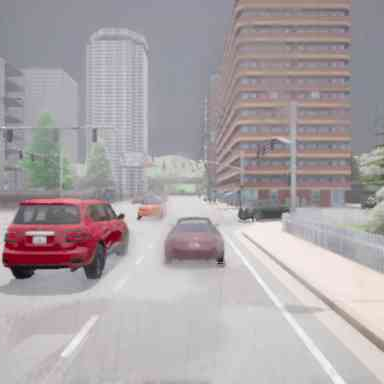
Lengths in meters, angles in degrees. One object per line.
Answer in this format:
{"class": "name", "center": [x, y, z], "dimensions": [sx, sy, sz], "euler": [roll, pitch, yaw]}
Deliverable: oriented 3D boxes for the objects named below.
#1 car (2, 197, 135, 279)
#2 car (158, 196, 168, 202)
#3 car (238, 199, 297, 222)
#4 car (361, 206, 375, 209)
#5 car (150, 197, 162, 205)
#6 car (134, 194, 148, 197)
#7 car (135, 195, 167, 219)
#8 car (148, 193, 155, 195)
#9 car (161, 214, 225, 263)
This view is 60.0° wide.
{"class": "car", "center": [-3.433, 1.237, 10.212], "dimensions": [2.150, 2.045, 5.566], "euler": [0, -1, 0]}
{"class": "car", "center": [-7.009, 1.701, 80.296], "dimensions": [2.128, 1.511, 4.902], "euler": [0, 0, 0]}
{"class": "car", "center": [5.985, 1.365, 26.175], "dimensions": [4.553, 1.767, 2.097], "euler": [-1, 0, -20]}
{"class": "car", "center": [23.791, 1.641, 42.887], "dimensions": [4.718, 1.301, 1.895], "euler": [0, 0, -33]}
{"class": "car", "center": [-7.014, 1.742, 64.736], "dimensions": [1.895, 1.301, 4.718], "euler": [0, 0, 0]}
{"class": "car", "center": [-10.518, 1.495, 64.812], "dimensions": [2.097, 1.767, 4.553], "euler": [0, 0, 0]}
{"class": "car", "center": [-3.422, 1.405, 29.249], "dimensions": [2.097, 1.767, 4.553], "euler": [0, 0, 0]}
{"class": "car", "center": [-10.509, 1.401, 80.169], "dimensions": [2.150, 2.045, 5.566], "euler": [0, 0, 0]}
{"class": "car", "center": [0.076, 1.591, 12.095], "dimensions": [1.994, 1.385, 4.181], "euler": [0, 0, 0]}
